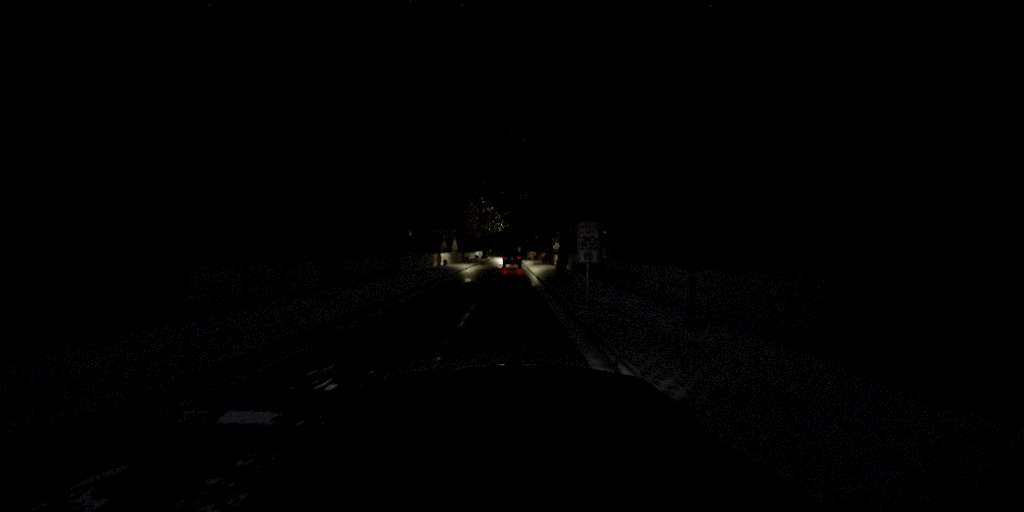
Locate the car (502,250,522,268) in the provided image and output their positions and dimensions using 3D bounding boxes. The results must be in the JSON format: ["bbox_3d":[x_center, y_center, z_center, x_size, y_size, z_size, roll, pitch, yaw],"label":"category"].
[{"bbox_3d":[0.001,0.317,41.373,2.150,2.045,5.566,0,1,0],"label":"car"}]
